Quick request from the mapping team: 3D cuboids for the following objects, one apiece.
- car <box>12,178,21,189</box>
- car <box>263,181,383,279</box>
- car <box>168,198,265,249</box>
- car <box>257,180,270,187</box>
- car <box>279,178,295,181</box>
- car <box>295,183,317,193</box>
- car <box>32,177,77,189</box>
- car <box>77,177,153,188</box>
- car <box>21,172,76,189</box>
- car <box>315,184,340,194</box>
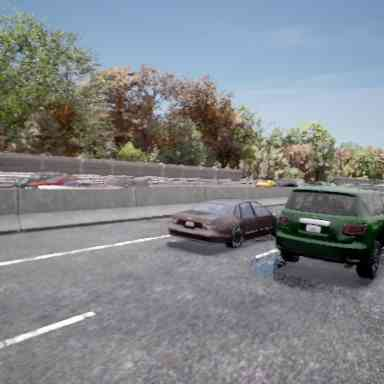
[{"bbox_3d":[-12.385,-0.918,27.699,2.097,1.767,4.553,6,4,39],"label":"car"},{"bbox_3d":[4.359,0.867,9.409,2.150,2.045,5.566,6,4,39],"label":"car"},{"bbox_3d":[1.520,0.927,11.493,2.033,1.411,5.357,6,4,39],"label":"car"},{"bbox_3d":[13.423,-1.311,59.453,1.882,1.535,5.008,6,4,39],"label":"car"},{"bbox_3d":[16.123,-1.289,57.213,2.150,2.045,5.566,6,4,39],"label":"car"},{"bbox_3d":[18.868,-0.705,55.110,1.994,1.385,4.181,6,4,39],"label":"car"},{"bbox_3d":[-7.783,-0.122,22.334,1.895,1.301,4.718,6,4,39],"label":"car"},{"bbox_3d":[-4.453,-0.117,20.865,2.097,1.767,4.553,6,4,39],"label":"car"},{"bbox_3d":[-9.833,-0.524,25.325,1.882,1.535,5.008,6,4,39],"label":"car"},{"bbox_3d":[21.674,-0.513,53.027,2.128,1.511,4.902,6,4,39],"label":"car"}]
